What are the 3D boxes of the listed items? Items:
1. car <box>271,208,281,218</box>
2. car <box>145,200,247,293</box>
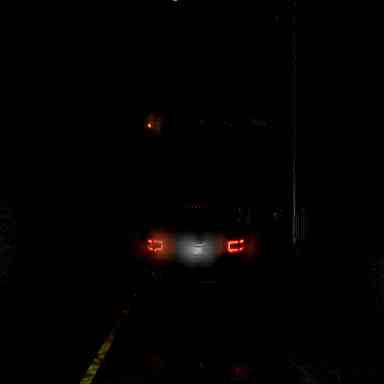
[{"bbox_3d":[9.049,1.588,27.643,4.718,1.301,1.895,0,0,-10],"label":"car"},{"bbox_3d":[0.079,1.222,9.021,2.150,2.045,5.566,0,0,0],"label":"car"}]
